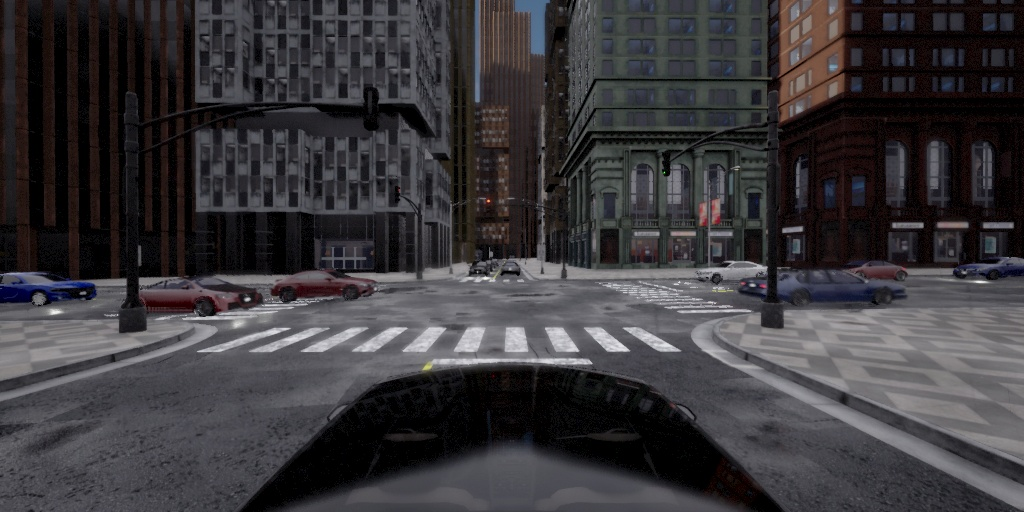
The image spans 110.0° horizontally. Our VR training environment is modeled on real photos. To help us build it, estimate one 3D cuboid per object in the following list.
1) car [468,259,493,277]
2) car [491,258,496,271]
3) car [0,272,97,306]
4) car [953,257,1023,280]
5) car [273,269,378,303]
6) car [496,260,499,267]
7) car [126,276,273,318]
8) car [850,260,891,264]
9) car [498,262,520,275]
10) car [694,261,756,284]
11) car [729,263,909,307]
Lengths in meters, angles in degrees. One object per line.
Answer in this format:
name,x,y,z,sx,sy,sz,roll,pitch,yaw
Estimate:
car,-3.233,1.237,35.993,1.837,1.490,4.892,0,0,-1
car,-3.318,1.223,45.458,1.837,1.490,4.892,0,0,0
car,-22.844,1.522,16.987,5.008,1.535,1.882,-1,0,0
car,32.378,0.811,23.840,4.674,1.442,1.812,-1,0,-1
car,-8.833,1.361,17.040,4.674,1.442,1.812,-2,0,0
car,-3.403,1.301,55.747,1.895,1.301,4.718,0,0,0
car,-11.878,1.477,13.554,4.181,1.385,1.994,-1,0,4
car,23.418,0.962,23.818,4.181,1.385,1.994,-1,0,0
car,-0.154,1.293,38.825,1.994,1.385,4.181,0,0,1
car,14.596,1.037,23.793,4.674,1.442,1.812,-1,0,-1
car,11.775,1.145,13.842,5.357,1.411,2.033,-1,0,0
